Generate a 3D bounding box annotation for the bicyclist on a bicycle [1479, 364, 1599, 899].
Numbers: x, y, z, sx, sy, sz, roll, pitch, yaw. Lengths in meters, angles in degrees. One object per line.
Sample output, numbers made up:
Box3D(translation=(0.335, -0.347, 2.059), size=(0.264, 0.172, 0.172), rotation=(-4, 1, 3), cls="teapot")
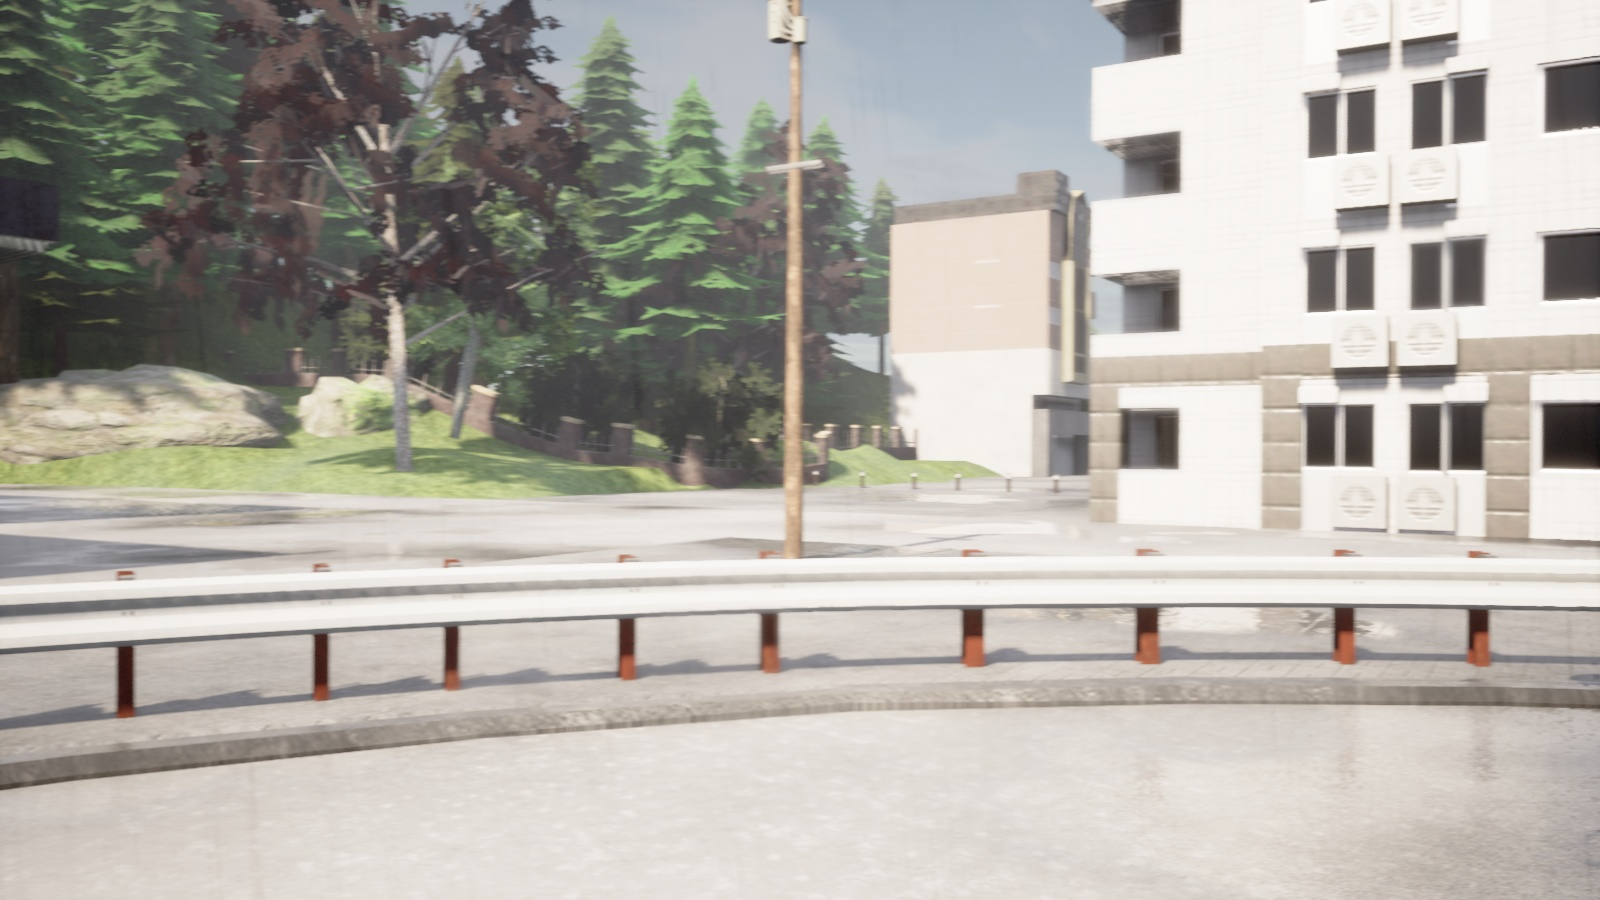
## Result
Box3D(translation=(3.496, 0.606, 4.397), size=(1.843, 1.776, 0.659), rotation=(0, 1, 0), cls="bicyclist on a bicycle")
